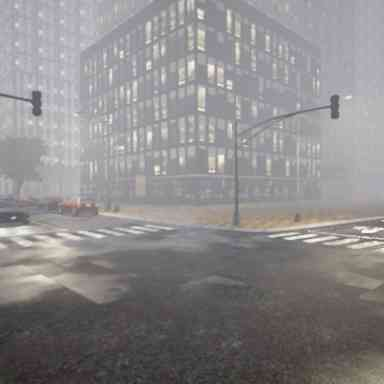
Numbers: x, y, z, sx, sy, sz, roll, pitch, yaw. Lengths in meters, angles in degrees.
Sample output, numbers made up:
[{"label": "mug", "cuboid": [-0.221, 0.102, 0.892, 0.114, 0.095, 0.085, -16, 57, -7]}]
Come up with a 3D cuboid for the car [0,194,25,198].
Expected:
[{"label": "car", "cuboid": [-18.644, 0.951, 32.770, 2.128, 1.511, 4.902, -1, 1, -43]}]

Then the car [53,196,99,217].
[{"label": "car", "cuboid": [-9.119, 1.042, 26.494, 1.967, 1.590, 4.097, 1, 0, -43]}]

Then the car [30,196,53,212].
[{"label": "car", "cuboid": [-12.832, 1.089, 30.355, 1.947, 1.339, 4.313, 1, 0, -43]}]

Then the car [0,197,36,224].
[{"label": "car", "cuboid": [-11.508, 1.262, 20.428, 1.994, 1.385, 4.181, -1, 1, -43]}]

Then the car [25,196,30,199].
[{"label": "car", "cuboid": [-16.718, 1.018, 34.523, 1.802, 1.307, 4.206, 1, 0, -43]}]

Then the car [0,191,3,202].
[{"label": "car", "cuboid": [-28.374, 0.607, 47.025, 1.967, 1.590, 4.097, 1, 0, -43]}]
